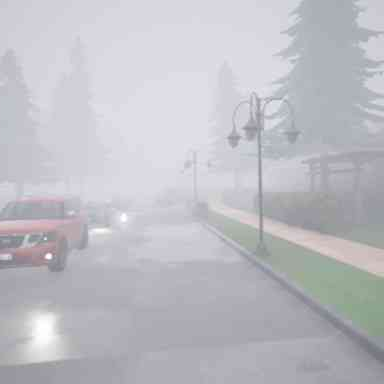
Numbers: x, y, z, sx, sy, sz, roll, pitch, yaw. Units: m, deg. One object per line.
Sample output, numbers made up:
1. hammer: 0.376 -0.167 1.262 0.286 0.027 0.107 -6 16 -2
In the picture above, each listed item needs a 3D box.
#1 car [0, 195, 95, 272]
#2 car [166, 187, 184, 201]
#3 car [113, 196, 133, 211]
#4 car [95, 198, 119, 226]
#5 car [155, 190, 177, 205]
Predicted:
1. car: -4.799 1.149 10.684 2.150 2.045 5.566 -2 1 -7
2. car: -2.703 0.241 50.190 2.150 2.045 5.566 -1 1 8
3. car: -6.908 1.116 32.079 1.895 1.301 4.718 -1 1 -2
4. car: -5.940 1.306 20.518 1.994 1.385 4.181 -2 1 -6
5. car: -3.303 0.815 40.212 1.994 1.385 4.181 -1 1 3
